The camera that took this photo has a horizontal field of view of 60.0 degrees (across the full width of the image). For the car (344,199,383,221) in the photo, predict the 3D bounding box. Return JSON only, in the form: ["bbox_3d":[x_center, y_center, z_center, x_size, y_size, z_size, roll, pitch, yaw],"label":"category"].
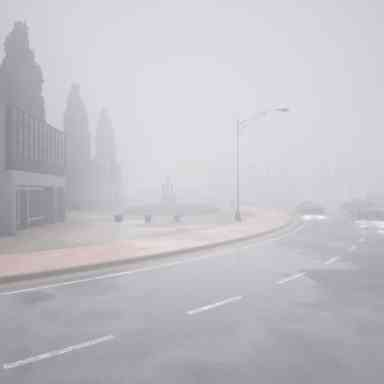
[{"bbox_3d":[14.296,1.564,27.335,1.994,1.385,4.181,0,0,13],"label":"car"}]

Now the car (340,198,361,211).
[{"bbox_3d":[19.281,1.491,38.981,2.128,1.511,4.902,0,0,-3],"label":"car"}]

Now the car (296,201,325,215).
[{"bbox_3d":[11.765,1.564,33.214,1.994,1.385,4.181,0,0,4],"label":"car"}]
